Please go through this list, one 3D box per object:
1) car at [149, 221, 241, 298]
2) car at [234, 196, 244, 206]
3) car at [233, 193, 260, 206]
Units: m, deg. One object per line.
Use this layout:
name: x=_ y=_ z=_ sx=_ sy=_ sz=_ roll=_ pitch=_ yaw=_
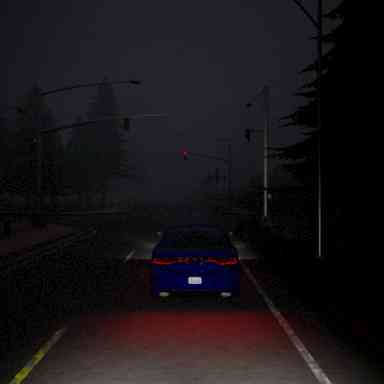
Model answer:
car: x=0.079 y=1.478 z=8.597 sx=1.882 sy=1.535 sz=5.008 roll=0 pitch=0 yaw=1
car: x=8.958 y=1.144 z=49.548 sx=4.605 sy=1.855 sz=1.932 roll=0 pitch=0 yaw=0
car: x=8.549 y=1.146 z=52.059 sx=3.866 sy=1.878 sz=1.905 roll=0 pitch=0 yaw=0
